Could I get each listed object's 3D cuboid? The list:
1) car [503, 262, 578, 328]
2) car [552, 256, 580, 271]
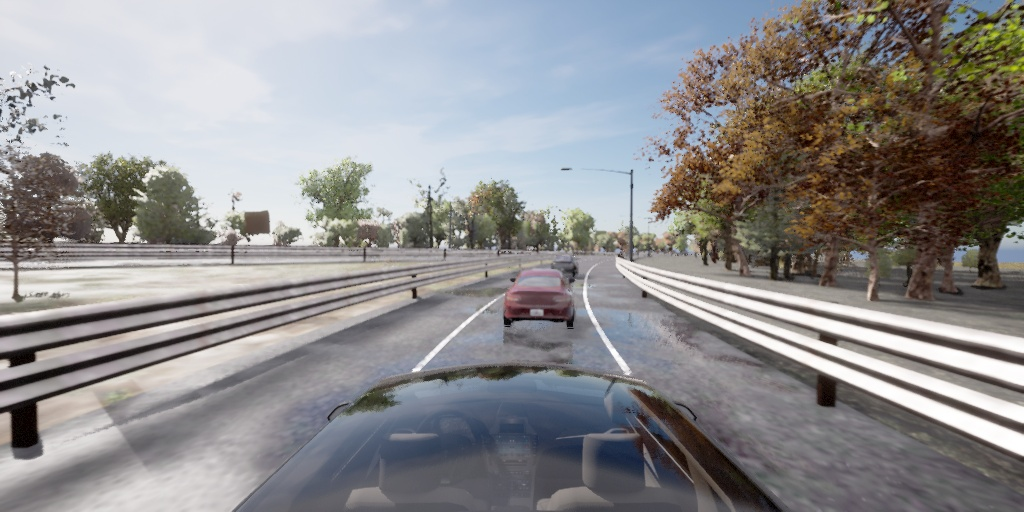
[{"bbox_3d":[0.865,1.086,10.566,1.812,1.442,4.674,0,1,7],"label":"car"},{"bbox_3d":[4.069,0.703,27.409,2.128,1.511,4.902,0,1,13],"label":"car"}]
